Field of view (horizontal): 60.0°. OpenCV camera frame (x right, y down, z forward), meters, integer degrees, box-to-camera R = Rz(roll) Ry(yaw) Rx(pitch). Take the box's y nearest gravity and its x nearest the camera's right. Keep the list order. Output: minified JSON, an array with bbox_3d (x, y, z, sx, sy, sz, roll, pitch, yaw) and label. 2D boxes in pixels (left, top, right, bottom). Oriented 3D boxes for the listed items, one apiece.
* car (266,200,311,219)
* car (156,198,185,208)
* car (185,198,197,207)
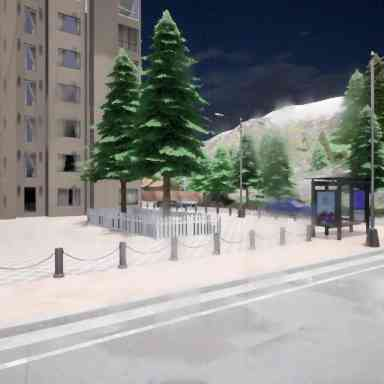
[{"bbox_3d":[8.786,1.493,29.205,1.882,1.535,5.008,0,0,-35],"label":"car"},{"bbox_3d":[-3.289,1.580,46.622,1.994,1.385,4.181,0,0,-34],"label":"car"},{"bbox_3d":[-1.337,1.616,49.961,1.895,1.301,4.718,0,0,-35],"label":"car"}]
